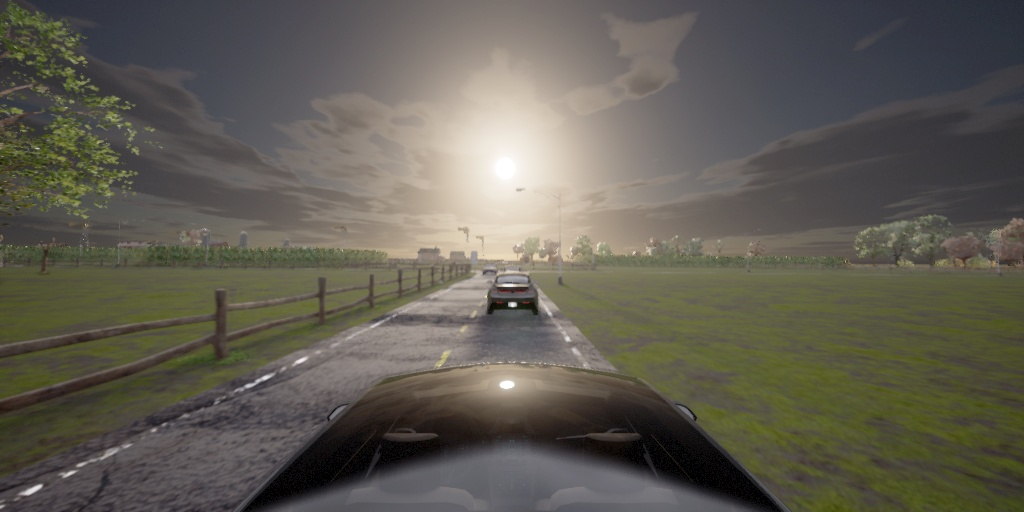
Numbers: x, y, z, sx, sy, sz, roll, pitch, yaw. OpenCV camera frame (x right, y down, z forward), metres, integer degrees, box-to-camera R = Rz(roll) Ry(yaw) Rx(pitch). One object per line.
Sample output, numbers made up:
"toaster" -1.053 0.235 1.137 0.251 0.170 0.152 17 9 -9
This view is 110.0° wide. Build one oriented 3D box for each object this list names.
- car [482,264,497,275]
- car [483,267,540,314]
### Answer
"car" -2.766 1.709 46.234 2.033 1.411 5.357 0 -1 1
"car" 0.045 1.376 14.303 1.837 1.490 4.892 0 0 1
